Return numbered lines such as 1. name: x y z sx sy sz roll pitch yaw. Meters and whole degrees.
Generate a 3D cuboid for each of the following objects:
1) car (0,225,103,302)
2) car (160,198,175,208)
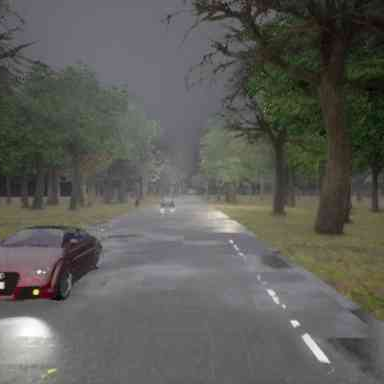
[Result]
1. car: -3.601 1.537 8.141 1.994 1.385 4.181 0 0 0
2. car: -3.588 1.604 49.350 1.812 1.442 4.674 0 0 0
